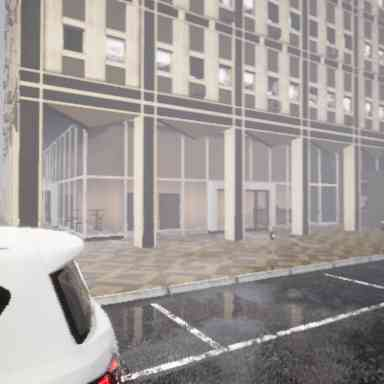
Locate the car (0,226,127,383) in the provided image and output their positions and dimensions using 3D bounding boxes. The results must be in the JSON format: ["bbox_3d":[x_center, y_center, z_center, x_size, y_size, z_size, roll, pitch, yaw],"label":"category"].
[{"bbox_3d":[-3.012,1.242,1.248,5.566,2.045,2.150,1,-1,-31],"label":"car"}]
